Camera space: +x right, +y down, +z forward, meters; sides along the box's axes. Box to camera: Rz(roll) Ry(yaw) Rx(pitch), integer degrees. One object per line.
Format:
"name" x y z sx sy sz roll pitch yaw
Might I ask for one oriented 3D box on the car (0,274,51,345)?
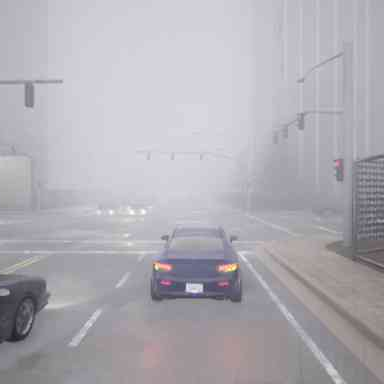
"car" -3.442 1.546 3.425 2.033 1.411 5.357 0 0 1

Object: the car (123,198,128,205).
"car" -10.571 1.576 53.301 1.895 1.301 4.718 0 0 0

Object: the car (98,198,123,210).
"car" -10.585 1.506 42.655 1.812 1.442 4.674 0 0 0

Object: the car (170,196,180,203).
"car" -3.477 1.517 66.876 2.033 1.411 5.357 0 0 0

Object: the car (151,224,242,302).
"car" 0.160 1.522 8.144 1.812 1.442 4.674 0 0 3

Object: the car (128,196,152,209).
"car" -7.083 1.580 45.463 1.895 1.301 4.718 0 0 0

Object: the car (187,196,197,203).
"car" 0.023 1.517 66.875 2.033 1.411 5.357 0 0 0

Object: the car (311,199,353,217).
"car" 13.277 1.409 29.701 5.008 1.535 1.882 0 0 0

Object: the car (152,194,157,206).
"car" -7.066 1.464 54.869 2.128 1.511 4.902 0 0 0
